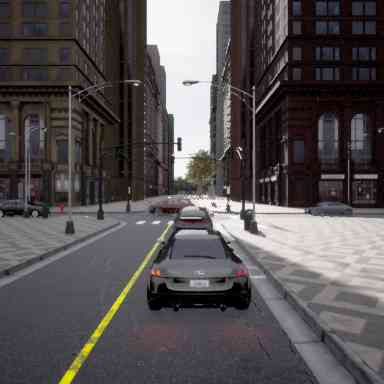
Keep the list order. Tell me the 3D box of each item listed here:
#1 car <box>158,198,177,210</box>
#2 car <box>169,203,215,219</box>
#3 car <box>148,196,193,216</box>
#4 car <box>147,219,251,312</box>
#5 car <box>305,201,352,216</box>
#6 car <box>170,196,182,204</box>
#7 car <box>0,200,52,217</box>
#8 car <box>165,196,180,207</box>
[{"bbox_3d":[-3.089,1.547,43.176,2.033,1.411,5.357,0,0,0],"label":"car"},{"bbox_3d":[0.062,1.505,16.720,1.837,1.490,4.892,0,0,0],"label":"car"},{"bbox_3d":[-1.905,1.351,32.172,4.553,1.767,2.097,0,0,0],"label":"car"},{"bbox_3d":[0.108,1.564,7.812,1.994,1.385,4.181,0,0,-1],"label":"car"},{"bbox_3d":[13.173,1.607,32.167,4.181,1.385,1.994,0,0,0],"label":"car"},{"bbox_3d":[-3.045,1.561,64.195,2.033,1.411,5.357,0,0,0],"label":"car"},{"bbox_3d":[-14.747,1.454,28.968,4.892,1.490,1.837,0,0,-1],"label":"car"},{"bbox_3d":[-3.089,1.494,52.937,2.128,1.511,4.902,0,0,0],"label":"car"}]
